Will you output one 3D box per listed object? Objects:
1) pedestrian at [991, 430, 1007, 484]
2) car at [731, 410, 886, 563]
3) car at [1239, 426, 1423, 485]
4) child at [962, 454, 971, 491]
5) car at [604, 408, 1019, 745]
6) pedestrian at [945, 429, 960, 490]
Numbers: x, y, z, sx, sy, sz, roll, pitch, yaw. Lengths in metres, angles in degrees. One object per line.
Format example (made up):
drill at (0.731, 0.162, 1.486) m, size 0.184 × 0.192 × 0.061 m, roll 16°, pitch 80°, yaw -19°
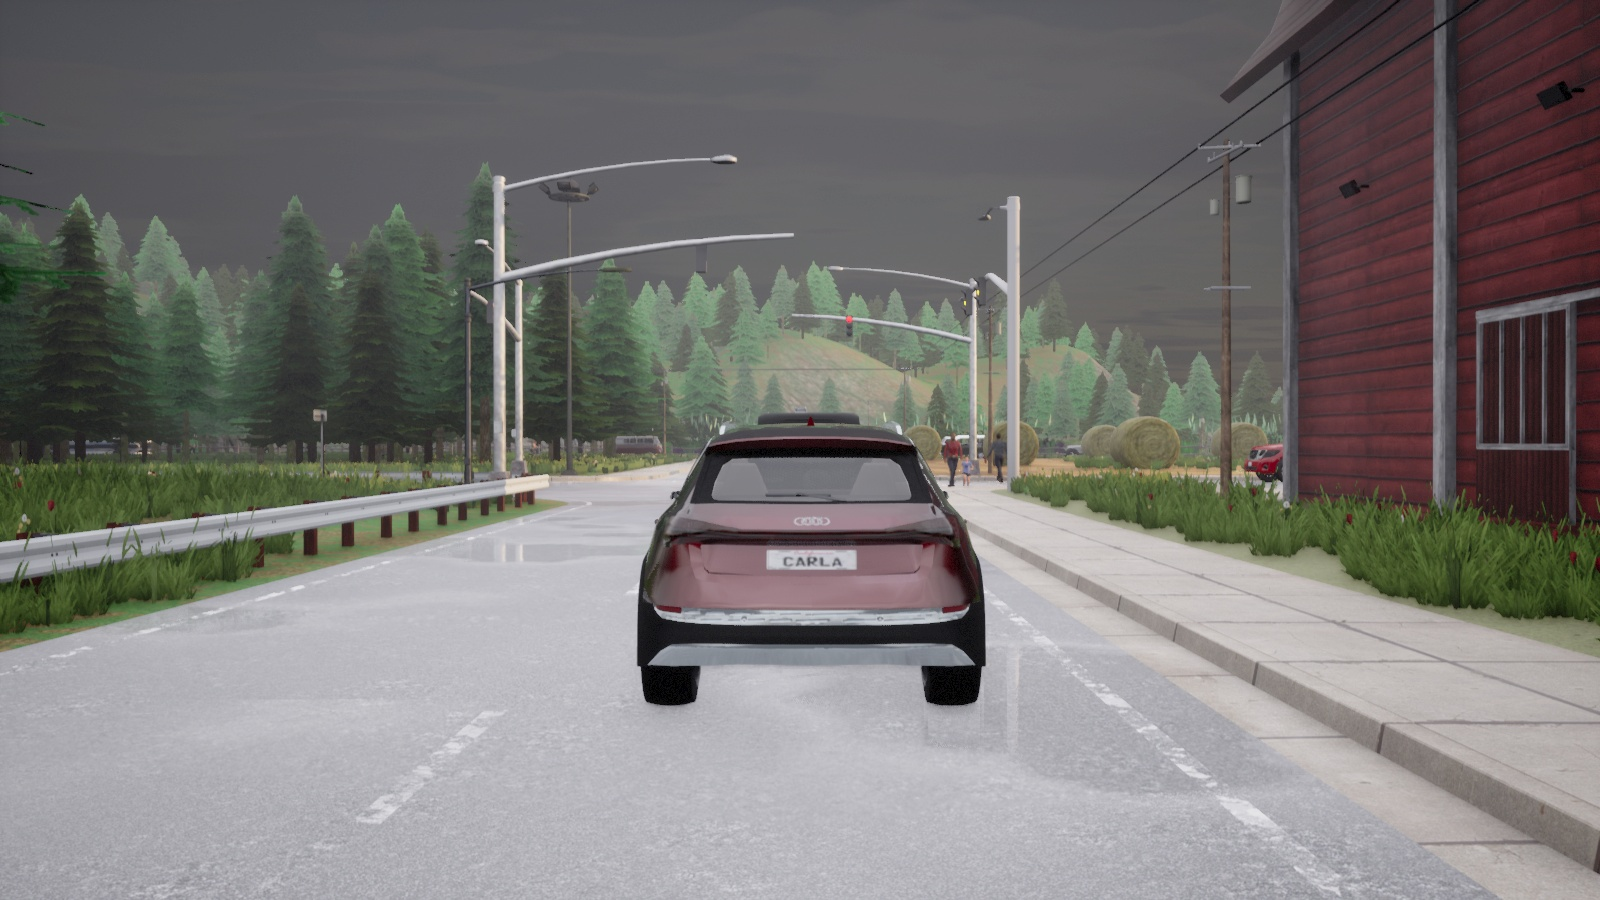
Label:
pedestrian at (7.249, 0.255, 45.693) m, size 0.423 × 1.949 × 0.788 m, roll 0°, pitch 0°, yaw -4°
car at (0.115, 0.439, 17.408) m, size 1.905 × 1.878 × 3.866 m, roll 0°, pitch 0°, yaw 0°
car at (18.695, 0.185, 44.402) m, size 5.566 × 2.045 × 2.150 m, roll 0°, pitch 0°, yaw -1°
child at (5.053, 0.675, 38.187) m, size 0.255 × 1.110 × 0.394 m, roll 0°, pitch 0°, yaw 5°
car at (0.065, 0.624, 8.586) m, size 2.033 × 1.649 × 4.856 m, roll 0°, pitch 0°, yaw 0°
pedestrian at (4.701, 0.295, 38.692) m, size 0.331 × 1.846 × 0.636 m, roll 0°, pitch 0°, yaw -4°
